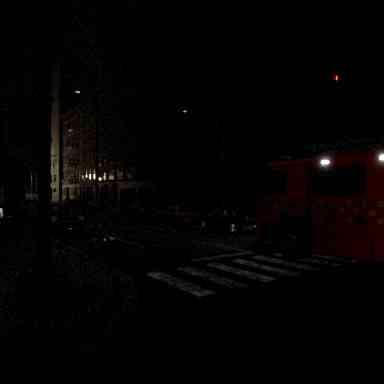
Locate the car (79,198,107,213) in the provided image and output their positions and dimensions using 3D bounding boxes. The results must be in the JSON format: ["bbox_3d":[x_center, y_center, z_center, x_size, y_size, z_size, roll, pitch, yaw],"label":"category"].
[{"bbox_3d":[-10.848,1.605,37.278,1.802,1.307,4.206,1,0,-36],"label":"car"}]

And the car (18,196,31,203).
[{"bbox_3d":[-36.782,1.564,73.004,1.887,1.381,4.507,0,0,-36],"label":"car"}]

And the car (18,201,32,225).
[{"bbox_3d":[-10.854,1.554,23.626,1.802,1.307,4.206,1,0,-36],"label":"car"}]

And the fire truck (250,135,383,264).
[{"bbox_3d":[5.891,0.347,9.745,2.891,3.827,8.468,0,0,-36],"label":"fire truck"}]

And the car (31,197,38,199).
[{"bbox_3d":[-27.057,1.598,59.607,1.802,1.307,4.206,0,0,-36],"label":"car"}]

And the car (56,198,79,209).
[{"bbox_3d":[-17.433,1.545,46.343,1.752,1.417,4.829,1,0,-36],"label":"car"}]

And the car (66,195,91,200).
[{"bbox_3d":[-14.088,1.336,41.745,2.192,1.841,5.009,1,0,-36],"label":"car"}]

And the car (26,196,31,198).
[{"bbox_3d":[-30.298,1.597,64.072,1.802,1.307,4.206,0,0,-36],"label":"car"}]

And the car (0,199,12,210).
[{"bbox_3d":[-23.822,1.548,41.491,1.802,1.307,4.206,1,0,-36],"label":"car"}]

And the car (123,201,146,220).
[{"bbox_3d":[-4.363,1.466,28.347,1.967,1.590,4.097,1,0,-36],"label":"car"}]

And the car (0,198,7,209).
[{"bbox_3d":[-27.064,1.515,45.957,2.008,1.369,4.403,1,0,-36],"label":"car"}]

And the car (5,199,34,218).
[{"bbox_3d":[-14.096,1.522,28.092,2.008,1.369,4.403,1,0,-36],"label":"car"}]

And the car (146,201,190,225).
[{"bbox_3d":[-1.222,1.553,24.019,1.752,1.417,4.829,1,0,-36],"label":"car"}]

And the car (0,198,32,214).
[{"bbox_3d":[-17.338,1.520,32.558,2.008,1.369,4.403,1,0,-36],"label":"car"}]

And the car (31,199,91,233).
[{"bbox_3d":[-7.611,1.414,19.160,1.967,1.590,4.097,1,0,-36],"label":"car"}]

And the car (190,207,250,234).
[{"bbox_3d":[2.119,1.580,19.415,2.008,1.369,4.403,1,0,-36],"label":"car"}]

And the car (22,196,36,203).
[{"bbox_3d":[-33.640,1.542,68.676,1.752,1.417,4.829,0,0,-36],"label":"car"}]
